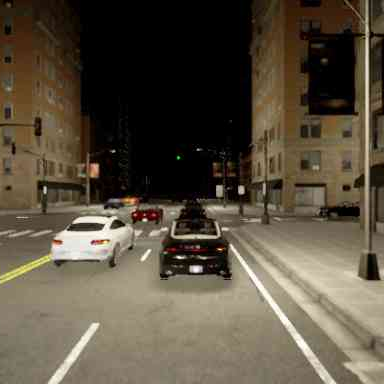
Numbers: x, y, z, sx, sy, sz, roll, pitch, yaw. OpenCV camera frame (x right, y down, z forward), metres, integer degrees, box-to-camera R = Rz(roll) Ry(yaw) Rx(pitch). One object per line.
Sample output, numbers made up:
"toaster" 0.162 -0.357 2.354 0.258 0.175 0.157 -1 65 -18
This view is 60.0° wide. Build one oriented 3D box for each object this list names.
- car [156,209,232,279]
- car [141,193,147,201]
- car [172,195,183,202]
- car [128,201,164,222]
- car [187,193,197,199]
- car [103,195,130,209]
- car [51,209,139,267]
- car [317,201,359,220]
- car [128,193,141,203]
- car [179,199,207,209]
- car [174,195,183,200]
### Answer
"car" 0.092 1.497 10.000 1.837 1.490 4.892 0 0 0
"car" -9.790 1.160 63.032 2.150 2.045 5.566 0 0 0
"car" -3.296 1.451 71.732 1.812 1.442 4.674 0 0 0
"car" -3.164 1.580 24.531 1.895 1.301 4.718 0 0 0
"car" -0.046 1.427 71.318 1.837 1.490 4.892 0 0 0
"car" -9.872 1.510 42.729 2.033 1.411 5.357 0 0 0
"car" -3.162 1.516 11.308 1.812 1.442 4.674 0 0 0
"car" 13.038 1.507 27.975 4.902 1.511 2.128 0 0 -1
"car" -9.853 1.303 52.619 2.097 1.767 4.553 0 0 0
"car" 0.075 1.506 23.604 1.812 1.442 4.674 0 0 0
"car" -3.303 1.340 81.735 1.994 1.385 4.181 0 0 0
